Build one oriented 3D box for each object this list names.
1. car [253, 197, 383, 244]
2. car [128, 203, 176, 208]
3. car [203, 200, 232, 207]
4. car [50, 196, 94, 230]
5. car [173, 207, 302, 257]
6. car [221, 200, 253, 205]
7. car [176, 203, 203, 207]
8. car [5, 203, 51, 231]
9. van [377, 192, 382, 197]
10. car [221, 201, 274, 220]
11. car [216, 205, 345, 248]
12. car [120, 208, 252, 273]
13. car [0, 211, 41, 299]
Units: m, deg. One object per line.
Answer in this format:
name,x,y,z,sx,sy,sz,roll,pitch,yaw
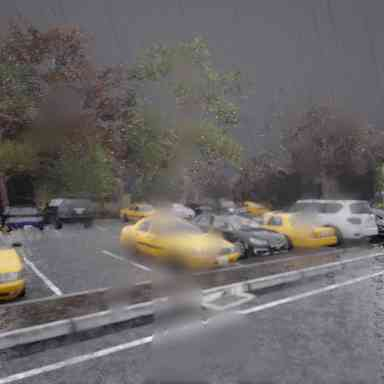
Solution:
car,6.006,1.375,16.308,2.435,2.045,5.566,1,0,-35
car,-3.669,1.593,25.228,1.946,1.575,5.366,1,0,-35
car,0.767,1.678,28.550,2.163,1.488,4.792,1,0,-35
car,-8.316,1.291,22.210,2.435,2.045,5.566,1,0,-35
car,1.480,1.575,13.087,2.231,1.521,4.892,1,0,-35
car,2.895,1.548,30.126,2.185,1.767,4.553,1,0,-35
car,-1.511,1.662,26.974,2.002,1.452,4.674,1,0,-35
car,-10.547,1.546,20.565,2.163,1.488,4.792,1,0,-35
van,27.233,0.949,47.436,1.878,1.987,4.442,0,1,-35
car,5.179,1.700,31.694,2.097,1.535,5.008,1,0,-35
car,3.645,1.597,14.834,1.946,1.575,5.366,1,0,-35
car,-0.677,1.544,11.330,1.946,1.575,5.366,1,0,-35
car,-5.312,1.492,8.058,1.946,1.575,5.366,1,0,-35
